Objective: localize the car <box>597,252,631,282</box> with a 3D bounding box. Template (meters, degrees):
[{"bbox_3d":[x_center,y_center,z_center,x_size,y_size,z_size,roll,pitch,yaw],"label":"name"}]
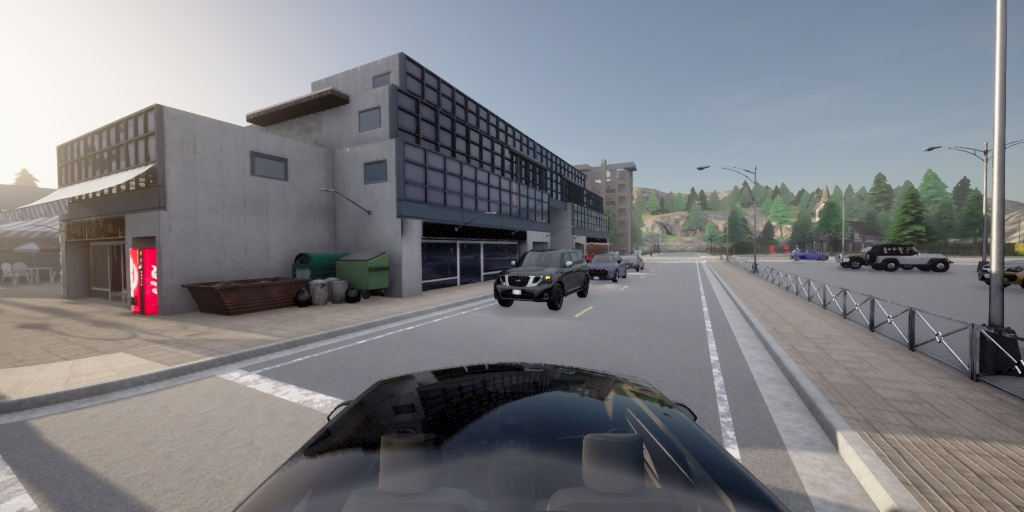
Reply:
[{"bbox_3d":[5.856,0.633,22.610,2.097,1.767,4.553,0,1,27],"label":"car"}]

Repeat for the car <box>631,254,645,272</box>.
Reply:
[{"bbox_3d":[10.497,0.567,31.729,1.812,1.442,4.674,0,1,27],"label":"car"}]

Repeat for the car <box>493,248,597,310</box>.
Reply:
[{"bbox_3d":[1.399,0.733,13.841,2.150,2.045,5.566,0,1,27],"label":"car"}]
